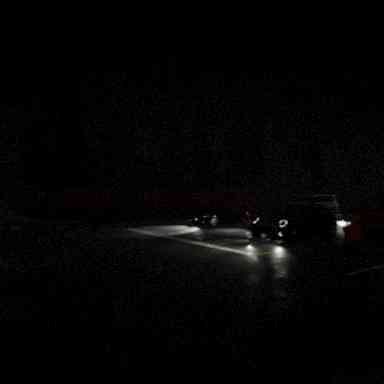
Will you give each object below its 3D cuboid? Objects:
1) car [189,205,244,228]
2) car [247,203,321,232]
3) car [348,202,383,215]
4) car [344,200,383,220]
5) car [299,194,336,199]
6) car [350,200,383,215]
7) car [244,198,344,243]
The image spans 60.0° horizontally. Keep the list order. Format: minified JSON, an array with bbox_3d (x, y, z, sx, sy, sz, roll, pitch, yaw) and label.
[{"bbox_3d":[1.898,1.573,22.530,4.181,1.385,1.994,0,0,-35],"label":"car"},{"bbox_3d":[5.869,1.515,21.057,4.892,1.490,1.837,0,0,-35],"label":"car"},{"bbox_3d":[12.731,1.562,21.664,5.357,1.411,2.033,0,0,-35],"label":"car"},{"bbox_3d":[13.903,1.581,26.786,4.181,1.385,1.994,0,0,-36],"label":"car"},{"bbox_3d":[10.287,1.237,28.503,5.566,2.045,2.150,0,0,-35],"label":"car"},{"bbox_3d":[18.823,1.570,34.575,5.357,1.411,2.033,0,0,-35],"label":"car"},{"bbox_3d":[5.022,1.361,16.162,4.553,1.767,2.097,0,0,-35],"label":"car"}]
